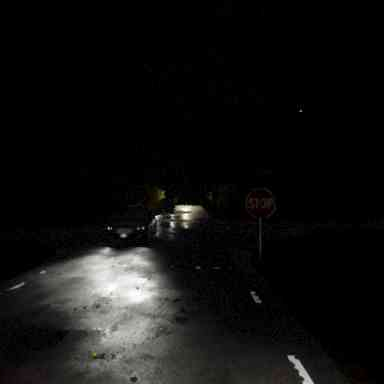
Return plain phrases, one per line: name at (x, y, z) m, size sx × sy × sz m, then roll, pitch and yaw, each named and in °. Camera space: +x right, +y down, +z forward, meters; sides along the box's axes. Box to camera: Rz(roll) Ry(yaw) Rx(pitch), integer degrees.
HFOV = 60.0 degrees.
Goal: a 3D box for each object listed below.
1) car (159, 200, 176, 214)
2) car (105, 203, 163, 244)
car at (-2.828, 1.666, 36.156) m, size 1.837 × 1.490 × 4.892 m, roll 0°, pitch 0°, yaw 0°
car at (-2.788, 1.515, 16.026) m, size 2.128 × 1.511 × 4.902 m, roll 0°, pitch 0°, yaw 0°
